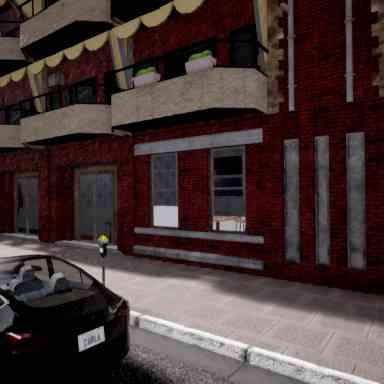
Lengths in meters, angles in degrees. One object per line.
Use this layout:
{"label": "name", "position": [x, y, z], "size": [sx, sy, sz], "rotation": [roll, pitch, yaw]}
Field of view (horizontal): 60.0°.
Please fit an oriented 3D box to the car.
{"label": "car", "position": [-2.739, 1.567, 4.681], "size": [4.313, 1.339, 1.947], "rotation": [0, -1, 35]}
